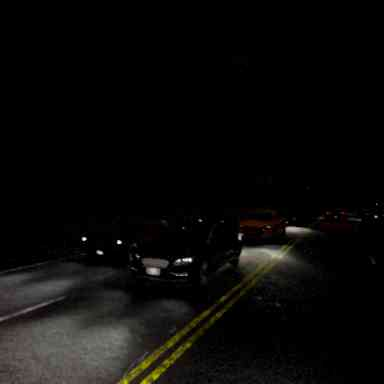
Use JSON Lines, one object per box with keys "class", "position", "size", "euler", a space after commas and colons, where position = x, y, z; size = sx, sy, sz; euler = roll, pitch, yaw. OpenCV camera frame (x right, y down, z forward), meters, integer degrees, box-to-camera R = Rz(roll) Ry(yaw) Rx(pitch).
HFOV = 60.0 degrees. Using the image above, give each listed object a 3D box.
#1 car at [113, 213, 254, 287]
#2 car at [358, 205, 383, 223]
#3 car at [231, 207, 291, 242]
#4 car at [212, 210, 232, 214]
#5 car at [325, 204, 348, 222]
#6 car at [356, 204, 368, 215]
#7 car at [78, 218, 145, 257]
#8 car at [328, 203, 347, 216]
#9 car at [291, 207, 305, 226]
{"class": "car", "position": [0.107, 1.603, 9.902], "size": [2.128, 1.511, 4.902], "euler": [1, -1, 24]}
{"class": "car", "position": [17.122, 2.198, 31.301], "size": [1.994, 1.385, 4.181], "euler": [1, -1, 24]}
{"class": "car", "position": [3.977, 1.750, 18.457], "size": [1.882, 1.535, 5.008], "euler": [1, -1, 24]}
{"class": "car", "position": [2.043, 1.882, 22.070], "size": [1.895, 1.301, 4.718], "euler": [1, -1, 24]}
{"class": "car", "position": [14.219, 2.129, 32.788], "size": [1.812, 1.442, 4.674], "euler": [1, -1, 24]}
{"class": "car", "position": [22.309, 2.355, 42.814], "size": [1.837, 1.490, 4.892], "euler": [1, 0, 24]}
{"class": "car", "position": [-2.110, 1.710, 12.889], "size": [1.895, 1.301, 4.718], "euler": [1, -1, 24]}
{"class": "car", "position": [19.469, 2.313, 44.415], "size": [2.128, 1.511, 4.902], "euler": [1, -1, 24]}
{"class": "car", "position": [8.361, 2.001, 28.075], "size": [2.033, 1.411, 5.357], "euler": [1, -1, 25]}
